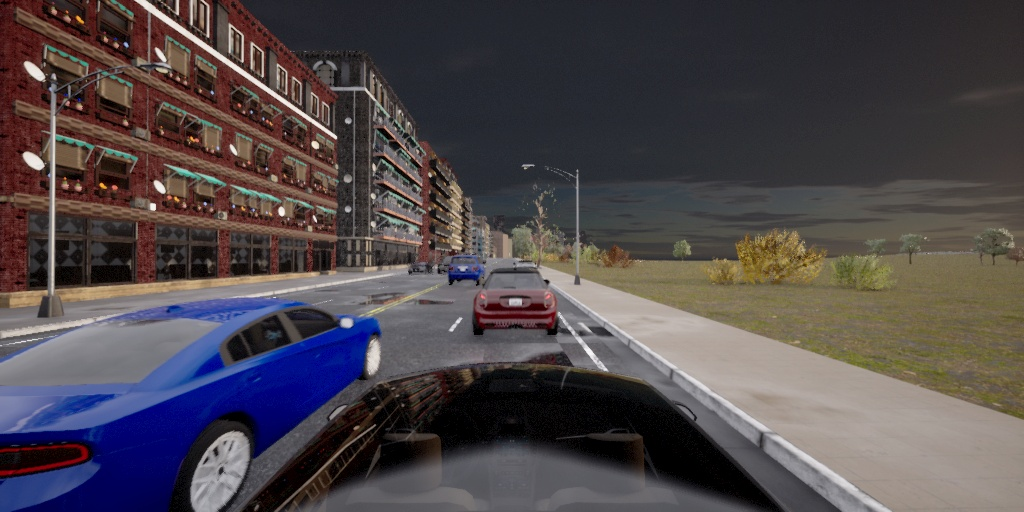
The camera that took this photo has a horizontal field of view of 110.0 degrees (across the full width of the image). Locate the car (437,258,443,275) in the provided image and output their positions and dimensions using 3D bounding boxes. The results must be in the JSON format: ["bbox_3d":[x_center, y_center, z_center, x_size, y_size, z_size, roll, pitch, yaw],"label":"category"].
[{"bbox_3d":[-6.672,0.968,39.309,2.150,2.045,5.566,0,0,0],"label":"car"}]

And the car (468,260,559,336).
[{"bbox_3d":[0.076,1.101,10.516,2.097,1.767,4.553,0,0,0],"label":"car"}]

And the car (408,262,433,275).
[{"bbox_3d":[-9.921,1.311,39.110,1.994,1.385,4.181,0,0,0],"label":"car"}]

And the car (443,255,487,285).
[{"bbox_3d":[-3.196,0.972,25.928,2.150,2.045,5.566,0,0,0],"label":"car"}]

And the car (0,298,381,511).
[{"bbox_3d":[-3.157,1.227,4.178,1.882,1.535,5.008,0,0,0],"label":"car"}]

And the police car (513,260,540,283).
[{"bbox_3d":[1.085,1.174,29.341,1.930,1.638,5.238,0,0,0],"label":"police car"}]
